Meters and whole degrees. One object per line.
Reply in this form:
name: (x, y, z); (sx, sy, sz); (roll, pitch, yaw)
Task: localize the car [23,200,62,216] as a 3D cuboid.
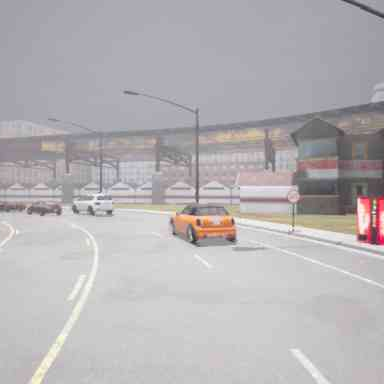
car: (-14.493, 1.554, 32.694); (4.674, 1.442, 1.812); (0, 0, 42)

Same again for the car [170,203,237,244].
car: (0.382, 1.365, 16.244); (2.097, 1.767, 4.553); (0, 0, -18)

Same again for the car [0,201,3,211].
car: (-11.339, 1.367, 17.252); (2.097, 1.767, 4.553); (0, 0, -26)

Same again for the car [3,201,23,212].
car: (-21.465, 1.634, 38.443); (4.718, 1.301, 1.895); (0, 0, 26)

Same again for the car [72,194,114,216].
car: (-9.951, 1.248, 33.284); (2.150, 2.045, 5.566); (0, 0, -45)

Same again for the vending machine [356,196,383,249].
vending machine: (7.512, 1.205, 13.681); (1.100, 2.100, 0.880); (0, 0, -15)
